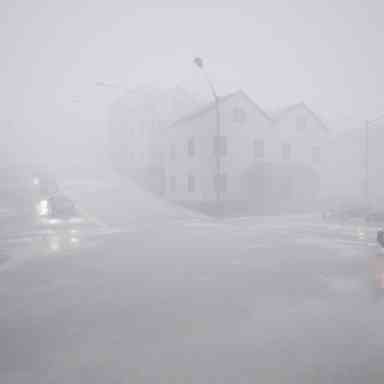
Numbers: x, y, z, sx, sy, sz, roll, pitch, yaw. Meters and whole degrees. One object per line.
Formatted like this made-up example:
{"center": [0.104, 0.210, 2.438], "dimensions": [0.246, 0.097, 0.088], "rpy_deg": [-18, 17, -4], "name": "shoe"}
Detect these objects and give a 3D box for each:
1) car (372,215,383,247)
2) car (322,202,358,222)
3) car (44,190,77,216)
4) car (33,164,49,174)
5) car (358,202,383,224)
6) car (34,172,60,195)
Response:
{"center": [9.121, 1.606, 12.620], "dimensions": [4.718, 1.301, 1.895], "rpy_deg": [0, 0, -34], "name": "car"}
{"center": [12.566, 1.546, 26.732], "dimensions": [4.902, 1.511, 2.128], "rpy_deg": [0, 0, -29], "name": "car"}
{"center": [-11.170, 1.049, 28.491], "dimensions": [1.837, 1.490, 4.892], "rpy_deg": [0, 7, -29], "name": "car"}
{"center": [-21.114, -3.158, 46.459], "dimensions": [2.033, 1.411, 5.357], "rpy_deg": [1, 13, -28], "name": "car"}
{"center": [14.501, 1.504, 23.803], "dimensions": [5.008, 1.535, 1.882], "rpy_deg": [0, 0, -29], "name": "car"}
{"center": [-16.102, -0.787, 37.344], "dimensions": [2.128, 1.511, 4.902], "rpy_deg": [0, 13, -29], "name": "car"}
